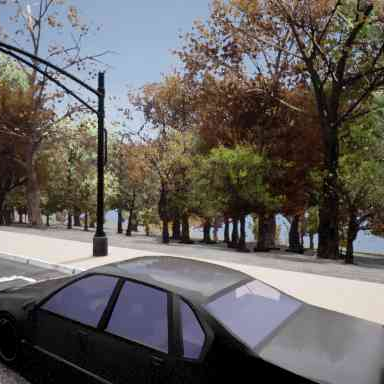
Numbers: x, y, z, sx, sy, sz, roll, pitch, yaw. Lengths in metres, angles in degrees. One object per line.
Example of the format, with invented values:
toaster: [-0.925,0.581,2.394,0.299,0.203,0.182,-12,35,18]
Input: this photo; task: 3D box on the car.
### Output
car: [-0.528,1.547,4.055,5.357,1.411,2.033,0,0,35]
